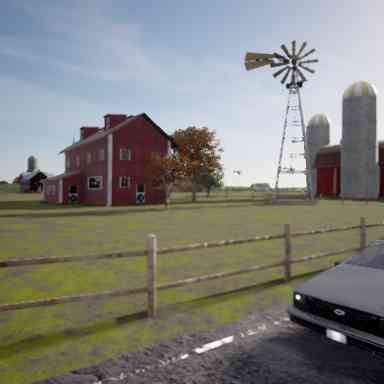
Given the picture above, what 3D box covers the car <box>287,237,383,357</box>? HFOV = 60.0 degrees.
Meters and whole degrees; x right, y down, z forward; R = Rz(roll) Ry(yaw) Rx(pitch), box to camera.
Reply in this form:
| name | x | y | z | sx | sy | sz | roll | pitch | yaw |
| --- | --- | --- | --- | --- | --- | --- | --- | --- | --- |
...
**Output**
| name | x | y | z | sx | sy | sz | roll | pitch | yaw |
| --- | --- | --- | --- | --- | --- | --- | --- | --- | --- |
| car | 4.091 | 1.527 | 5.982 | 5.357 | 1.411 | 2.033 | 0 | 0 | -35 |
